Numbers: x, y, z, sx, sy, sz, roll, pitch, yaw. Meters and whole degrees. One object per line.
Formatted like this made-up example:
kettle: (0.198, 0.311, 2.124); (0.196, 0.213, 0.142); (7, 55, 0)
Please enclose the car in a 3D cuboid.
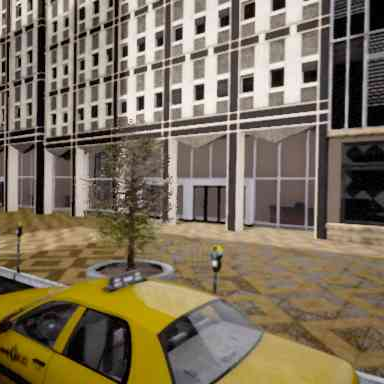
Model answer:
car: (-0.883, 1.495, 3.494); (4.829, 1.417, 1.752); (1, 1, 36)
